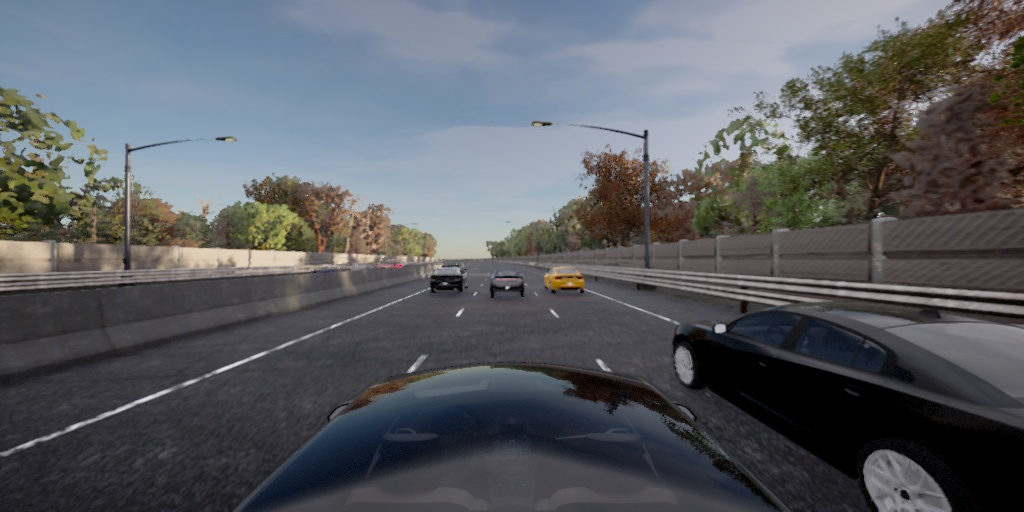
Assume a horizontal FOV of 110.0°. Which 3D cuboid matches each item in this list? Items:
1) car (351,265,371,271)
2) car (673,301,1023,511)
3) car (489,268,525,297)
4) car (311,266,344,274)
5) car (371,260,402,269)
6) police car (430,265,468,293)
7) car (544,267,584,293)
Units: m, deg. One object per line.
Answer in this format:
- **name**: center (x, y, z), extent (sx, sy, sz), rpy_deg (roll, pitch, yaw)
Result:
- **car**: center (-18.856, 1.822, 45.483), extent (1.812, 1.442, 4.674), rpy_deg (0, -1, -2)
- **car**: center (3.588, 1.232, 3.904), extent (1.882, 1.535, 5.008), rpy_deg (0, -1, -1)
- **car**: center (-0.300, 1.440, 20.744), extent (2.128, 1.511, 4.902), rpy_deg (0, -1, -2)
- **car**: center (-22.276, 1.894, 43.376), extent (1.895, 1.301, 4.718), rpy_deg (0, -1, -2)
- **car**: center (-15.332, 1.492, 44.862), extent (2.150, 2.045, 5.566), rpy_deg (0, 0, -2)
- **police car**: center (-3.974, 1.428, 23.294), extent (1.930, 1.638, 5.238), rpy_deg (0, 0, -2)
- **car**: center (3.155, 1.424, 22.375), extent (1.882, 1.535, 5.008), rpy_deg (0, -1, -2)
